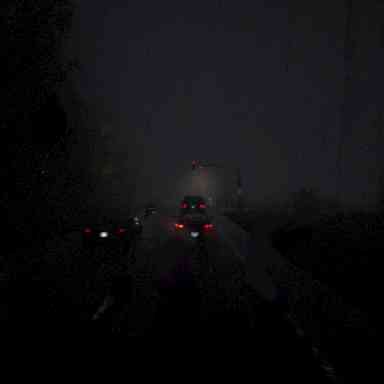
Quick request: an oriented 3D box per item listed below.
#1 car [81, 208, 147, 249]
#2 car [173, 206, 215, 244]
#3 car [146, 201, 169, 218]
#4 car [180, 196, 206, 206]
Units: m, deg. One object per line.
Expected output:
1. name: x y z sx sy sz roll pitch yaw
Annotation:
1. car: -3.403 1.633 14.833 1.994 1.385 4.181 0 0 0
2. car: 0.094 1.601 16.042 1.812 1.442 4.674 0 -1 0
3. car: -3.409 1.653 32.396 1.837 1.490 4.892 0 0 0
4. car: 0.092 1.360 30.051 2.150 2.045 5.566 0 0 0
